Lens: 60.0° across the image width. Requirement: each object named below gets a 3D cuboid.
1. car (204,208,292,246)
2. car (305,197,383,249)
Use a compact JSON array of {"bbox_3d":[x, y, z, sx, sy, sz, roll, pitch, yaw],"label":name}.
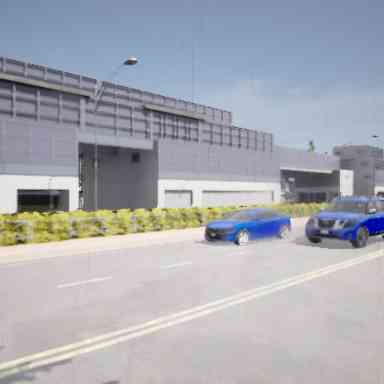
[{"bbox_3d":[2.768,1.541,15.777,5.008,1.535,1.882,0,0,-41],"label":"car"},{"bbox_3d":[7.400,1.269,15.176,5.566,2.045,2.150,0,-1,-41],"label":"car"}]
